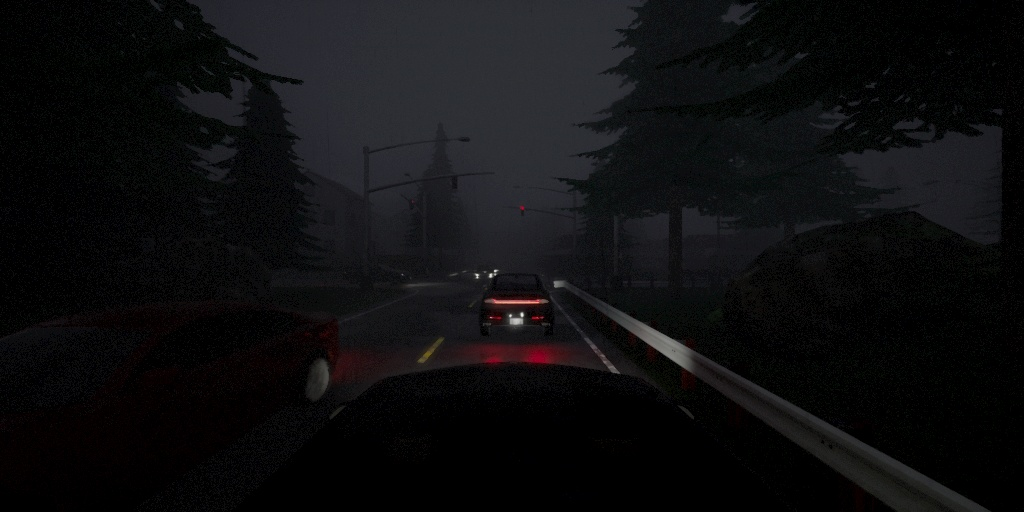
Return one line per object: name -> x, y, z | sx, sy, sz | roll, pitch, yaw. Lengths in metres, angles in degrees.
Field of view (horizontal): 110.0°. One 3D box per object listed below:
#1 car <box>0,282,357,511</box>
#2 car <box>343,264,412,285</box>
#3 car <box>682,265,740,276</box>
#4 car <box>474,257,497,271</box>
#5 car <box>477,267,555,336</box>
car -> -3.555, 1.227, 3.370 | 1.882, 1.535, 5.008 | 0, 0, 1
car -> -9.359, 1.260, 25.064 | 4.674, 1.442, 1.812 | 0, 0, 3
car -> 15.550, 1.336, 28.461 | 4.718, 1.301, 1.895 | 0, 0, 1
car -> -3.224, 1.227, 44.079 | 1.882, 1.535, 5.008 | 0, 0, 1
car -> 0.134, 1.242, 10.395 | 2.128, 1.511, 4.902 | 0, 0, 1
